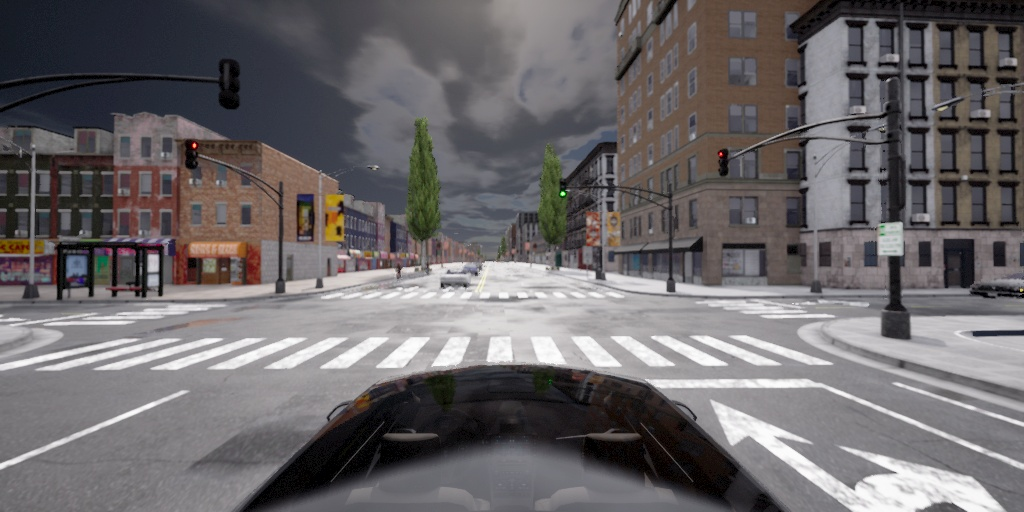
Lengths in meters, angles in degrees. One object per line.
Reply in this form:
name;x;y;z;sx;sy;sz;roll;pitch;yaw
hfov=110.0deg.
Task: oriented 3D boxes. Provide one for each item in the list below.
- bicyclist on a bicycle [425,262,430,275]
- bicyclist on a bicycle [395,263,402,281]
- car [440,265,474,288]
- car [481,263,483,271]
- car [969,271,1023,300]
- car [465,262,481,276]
bicyclist on a bicycle;-10.706;1.590;45.414;0.582;1.620;1.656;0;0;-2
bicyclist on a bicycle;-10.414;1.475;33.001;0.582;1.620;1.656;0;0;-1
car;-4.020;1.558;25.911;1.895;1.301;4.718;0;0;-3
car;-5.945;1.849;61.649;1.837;1.490;4.892;0;-1;-3
car;24.667;1.375;16.585;5.357;1.411;2.033;0;-1;-3
car;-4.956;1.638;42.741;1.812;1.442;4.674;0;0;-3
